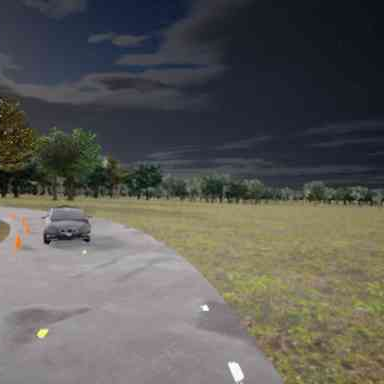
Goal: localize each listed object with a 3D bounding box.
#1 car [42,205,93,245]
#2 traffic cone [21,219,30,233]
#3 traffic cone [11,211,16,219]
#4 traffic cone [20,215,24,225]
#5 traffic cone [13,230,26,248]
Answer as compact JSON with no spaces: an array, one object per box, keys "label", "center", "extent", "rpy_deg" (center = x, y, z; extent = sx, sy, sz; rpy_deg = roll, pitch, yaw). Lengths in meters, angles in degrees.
[{"label":"car","center":[-5.813,1.424,15.447],"extent":[1.837,1.490,4.892],"rpy_deg":[1,0,-23]},{"label":"traffic cone","center":[-8.619,1.840,17.350],"extent":[0.340,0.580,0.340],"rpy_deg":[1,0,-26]},{"label":"traffic cone","center":[-13.629,1.753,25.346],"extent":[0.340,0.580,0.340],"rpy_deg":[1,0,-38]},{"label":"traffic cone","center":[-10.903,1.800,21.486],"extent":[0.340,0.580,0.340],"rpy_deg":[1,0,-32]},{"label":"traffic cone","center":[-6.802,1.872,12.988],"extent":[0.340,0.580,0.340],"rpy_deg":[1,0,-19]}]
